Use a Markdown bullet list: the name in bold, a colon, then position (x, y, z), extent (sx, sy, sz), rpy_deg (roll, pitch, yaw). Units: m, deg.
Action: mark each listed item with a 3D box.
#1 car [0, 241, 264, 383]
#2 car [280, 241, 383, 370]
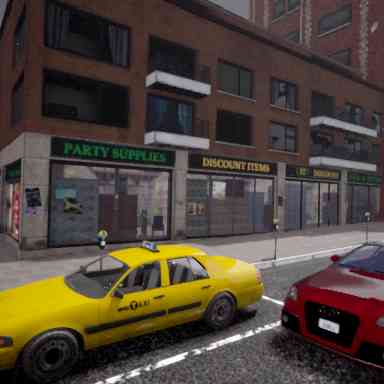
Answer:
- **car**: position (-0.937, 1.527, 5.404), extent (4.829, 1.417, 1.752), rpy_deg (0, 2, -35)
- **car**: position (3.411, 1.567, 5.506), extent (4.181, 1.385, 1.994), rpy_deg (0, 0, -35)
